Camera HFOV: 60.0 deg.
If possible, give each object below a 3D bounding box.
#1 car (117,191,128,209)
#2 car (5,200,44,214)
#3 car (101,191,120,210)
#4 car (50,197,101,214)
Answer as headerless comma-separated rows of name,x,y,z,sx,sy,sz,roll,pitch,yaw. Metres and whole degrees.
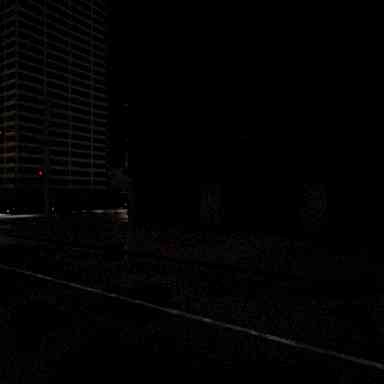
car,-6.788,1.221,44.370,2.150,2.045,5.566,0,0,36
car,-17.062,1.547,35.839,2.033,1.411,5.357,0,0,35
car,-10.936,1.221,44.562,2.150,2.045,5.566,0,0,35
car,-12.750,1.491,35.888,2.128,1.511,4.902,0,0,35
